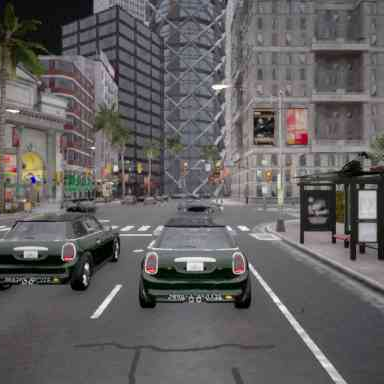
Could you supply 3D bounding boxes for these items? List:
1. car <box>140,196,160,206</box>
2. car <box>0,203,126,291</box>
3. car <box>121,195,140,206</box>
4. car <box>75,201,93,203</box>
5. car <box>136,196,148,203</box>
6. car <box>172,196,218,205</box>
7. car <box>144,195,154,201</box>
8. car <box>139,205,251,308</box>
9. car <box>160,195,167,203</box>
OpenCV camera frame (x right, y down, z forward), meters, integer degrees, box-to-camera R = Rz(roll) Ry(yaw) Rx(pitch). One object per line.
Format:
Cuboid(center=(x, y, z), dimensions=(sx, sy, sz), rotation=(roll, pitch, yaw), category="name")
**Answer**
Cuboid(center=(-7.038, 1.526, 56.019), dimensions=(1.812, 1.442, 4.674), rotation=(0, 0, 0), category="car")
Cuboid(center=(-3.422, 1.352, 9.208), dimensions=(2.097, 1.767, 4.553), rotation=(0, 0, 0), category="car")
Cuboid(center=(-10.539, 1.351, 55.755), dimensions=(2.097, 1.767, 4.553), rotation=(0, 0, 0), category="car")
Cuboid(center=(-10.575, 1.601, 32.158), dimensions=(1.895, 1.301, 4.718), rotation=(0, 0, 0), category="car")
Cuboid(center=(-10.444, 1.595, 69.595), dimensions=(1.895, 1.301, 4.718), rotation=(0, 0, 0), category="car")
Cuboid(center=(0.800, 1.491, 33.798), dimensions=(4.902, 1.511, 2.128), rotation=(0, 0, 29), category="car")
Cuboid(center=(-10.430, 1.552, 81.104), dimensions=(1.994, 1.385, 4.181), rotation=(0, 0, 0), category="car")
Cuboid(center=(0.070, 1.352, 8.063), dimensions=(2.097, 1.767, 4.553), rotation=(0, 0, 0), category="car")
Cuboid(center=(-6.944, 1.540, 69.753), dimensions=(2.033, 1.411, 5.357), rotation=(0, 0, 0), category="car")
